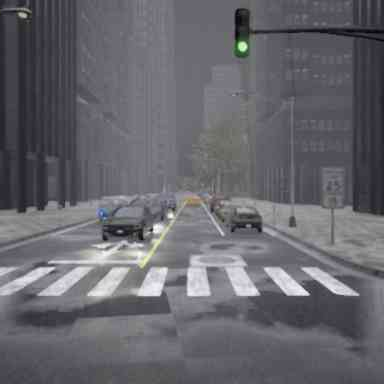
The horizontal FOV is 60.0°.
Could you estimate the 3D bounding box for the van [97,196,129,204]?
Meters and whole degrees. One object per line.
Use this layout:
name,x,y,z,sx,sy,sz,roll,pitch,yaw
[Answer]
van,-5.655,1.206,24.358,1.690,1.788,3.998,0,0,0

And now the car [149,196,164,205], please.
car,-5.521,1.290,51.921,1.887,1.381,4.507,0,0,0

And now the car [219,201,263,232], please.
car,2.843,1.441,18.806,2.008,1.369,4.403,0,0,0

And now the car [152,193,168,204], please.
car,-5.494,1.037,57.432,2.192,1.841,5.009,0,0,0

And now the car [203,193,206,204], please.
car,3.005,1.271,52.054,1.752,1.417,4.829,0,0,0

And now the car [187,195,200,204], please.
car,0.264,1.273,56.738,2.033,1.411,5.357,0,0,0

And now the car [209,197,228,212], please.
car,2.897,1.392,29.832,2.008,1.369,4.403,0,0,0

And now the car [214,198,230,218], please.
car,2.871,1.390,24.489,1.752,1.417,4.829,0,0,0

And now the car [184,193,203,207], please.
car,0.214,1.247,46.396,1.882,1.535,5.008,0,0,0

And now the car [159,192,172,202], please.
car,-5.440,0.990,68.457,2.192,1.841,5.009,0,0,0

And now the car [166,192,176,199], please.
car,-5.359,0.921,84.995,2.192,1.841,5.009,0,0,0

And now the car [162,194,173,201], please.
car,-5.414,1.217,73.971,1.947,1.339,4.313,0,0,0

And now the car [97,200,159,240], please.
car,-3.001,1.378,16.444,1.882,1.535,5.008,0,0,1

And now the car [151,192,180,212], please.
car,-2.834,1.033,36.615,2.150,2.045,5.566,0,0,0

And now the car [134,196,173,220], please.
car,-2.928,1.349,26.019,2.128,1.511,4.902,0,0,1

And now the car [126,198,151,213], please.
car,-5.602,1.383,35.383,1.947,1.339,4.313,0,0,0

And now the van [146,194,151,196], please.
van,-5.548,1.110,46.408,1.690,1.788,3.998,0,0,0

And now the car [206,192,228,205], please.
car,2.924,1.133,35.344,2.192,1.841,5.009,0,0,0
